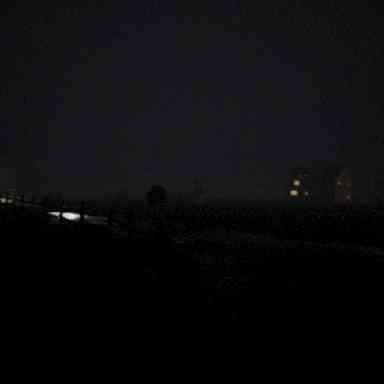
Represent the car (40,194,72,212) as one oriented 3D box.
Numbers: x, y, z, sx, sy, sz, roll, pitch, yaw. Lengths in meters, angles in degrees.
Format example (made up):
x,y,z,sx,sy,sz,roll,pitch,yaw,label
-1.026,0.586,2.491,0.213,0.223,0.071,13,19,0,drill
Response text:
x,y,z,sx,sy,sz,roll,pitch,yaw,label
-12.850,0.987,31.339,2.128,1.511,4.902,2,0,-38,car
